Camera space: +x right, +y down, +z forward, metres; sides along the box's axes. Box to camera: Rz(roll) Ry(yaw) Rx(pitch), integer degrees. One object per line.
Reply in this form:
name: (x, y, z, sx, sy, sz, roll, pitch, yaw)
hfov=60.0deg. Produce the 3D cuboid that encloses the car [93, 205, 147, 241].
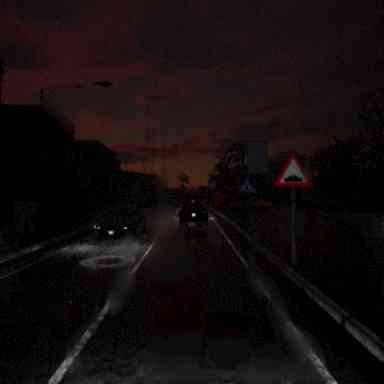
car: (-3.344, 1.407, 16.151, 1.837, 1.490, 4.892, 0, 0, 0)

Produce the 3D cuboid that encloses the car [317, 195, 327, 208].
car: (18.710, 1.447, 40.719, 5.366, 1.575, 1.946, 0, -1, 0)

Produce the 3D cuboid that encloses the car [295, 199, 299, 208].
car: (18.442, 1.613, 49.225, 4.892, 1.521, 2.231, 0, -1, -1)

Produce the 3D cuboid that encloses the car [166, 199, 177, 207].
car: (-3.377, 1.972, 58.714, 1.837, 1.490, 4.892, 0, -2, 0)

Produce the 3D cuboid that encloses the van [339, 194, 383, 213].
van: (18.449, 1.156, 35.264, 4.442, 1.987, 1.878, 0, -1, 0)

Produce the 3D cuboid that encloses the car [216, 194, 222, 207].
car: (6.223, 1.328, 47.967, 5.566, 2.045, 2.435, 0, -1, -1)

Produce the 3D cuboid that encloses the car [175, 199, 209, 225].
car: (0.102, 1.427, 23.085, 1.994, 1.385, 4.181, 0, 0, 0)

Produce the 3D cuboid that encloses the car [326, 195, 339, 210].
car: (18.730, 1.411, 38.058, 5.366, 1.575, 1.946, 0, -1, 0)

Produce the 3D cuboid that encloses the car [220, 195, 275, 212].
car: (6.108, 1.382, 35.817, 5.366, 1.575, 1.946, 0, -1, 0)

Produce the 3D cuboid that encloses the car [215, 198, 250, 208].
car: (6.163, 1.649, 50.878, 5.008, 1.535, 2.097, 0, -1, -1)

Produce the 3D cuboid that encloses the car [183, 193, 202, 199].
car: (0.074, 1.187, 40.061, 2.150, 2.045, 5.566, 0, -1, 0)

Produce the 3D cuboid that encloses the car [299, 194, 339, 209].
car: (18.453, 1.298, 46.438, 5.566, 2.045, 2.435, 0, -1, -1)

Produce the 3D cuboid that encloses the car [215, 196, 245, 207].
car: (6.153, 1.597, 53.916, 4.553, 1.767, 2.185, 0, -1, -1)

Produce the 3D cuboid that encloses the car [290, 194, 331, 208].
car: (18.387, 1.426, 51.899, 5.566, 2.045, 2.435, 0, -1, -1)
